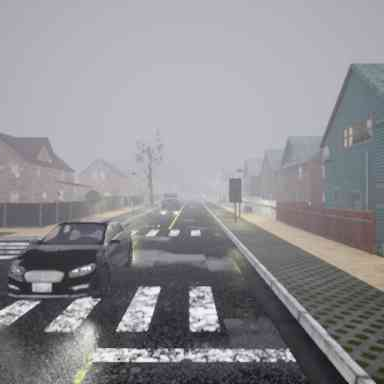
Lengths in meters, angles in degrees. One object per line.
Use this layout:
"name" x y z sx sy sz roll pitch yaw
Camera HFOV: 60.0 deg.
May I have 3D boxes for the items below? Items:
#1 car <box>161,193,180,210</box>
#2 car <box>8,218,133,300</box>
"car" -2.718 1.088 42.605 2.150 2.045 5.566 0 0 0
"car" -2.744 1.482 8.540 2.128 1.511 4.902 0 0 0
